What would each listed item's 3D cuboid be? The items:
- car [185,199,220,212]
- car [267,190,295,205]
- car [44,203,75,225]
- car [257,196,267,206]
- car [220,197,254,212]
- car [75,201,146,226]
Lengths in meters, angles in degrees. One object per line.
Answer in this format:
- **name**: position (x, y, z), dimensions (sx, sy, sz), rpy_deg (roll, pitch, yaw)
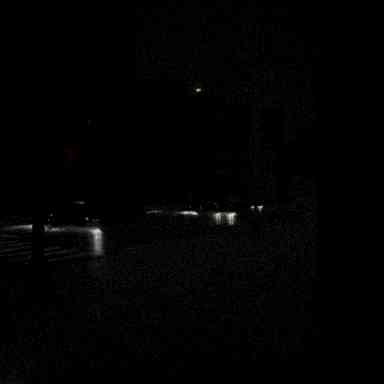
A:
- **car**: position (0.971, 1.439, 37.457), dimensions (1.994, 1.385, 4.181), rpy_deg (0, 0, 35)
- **car**: position (13.724, 0.634, 49.693), dimensions (2.150, 2.045, 5.566), rpy_deg (0, 0, 35)
- **car**: position (-8.792, 1.510, 23.676), dimensions (1.994, 1.385, 4.181), rpy_deg (0, 0, 35)
- **car**: position (11.075, 1.301, 51.575), dimensions (2.128, 1.511, 4.902), rpy_deg (0, 0, 35)
- **car**: position (4.780, 1.337, 37.214), dimensions (1.882, 1.535, 5.008), rpy_deg (0, 0, 35)
- **car**: position (-5.258, 1.438, 23.041), dimensions (1.837, 1.490, 4.892), rpy_deg (0, 0, 35)
